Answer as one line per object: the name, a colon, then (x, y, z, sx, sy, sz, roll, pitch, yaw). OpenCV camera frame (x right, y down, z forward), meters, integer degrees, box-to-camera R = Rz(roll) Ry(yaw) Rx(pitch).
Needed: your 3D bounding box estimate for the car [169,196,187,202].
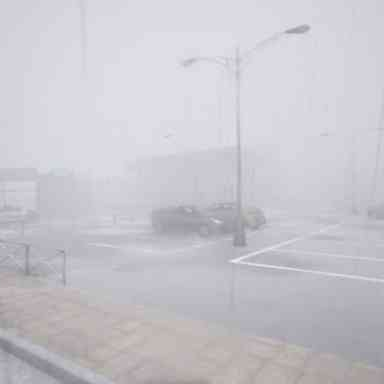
car: (-2.822, 1.894, 70.120, 2.242, 1.667, 4.611, -1, 0, 36)

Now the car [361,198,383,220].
car: (14.938, 1.338, 24.672, 3.633, 1.501, 1.845, -1, 0, 36)

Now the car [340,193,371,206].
car: (24.336, 1.161, 49.665, 3.866, 1.878, 1.905, -1, 0, 36)

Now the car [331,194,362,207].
car: (21.887, 1.451, 47.336, 3.806, 1.475, 1.970, -1, 0, 36)

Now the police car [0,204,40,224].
police car: (-14.427, 1.760, 25.356, 2.038, 1.542, 4.974, -1, 0, 36)

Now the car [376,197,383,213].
car: (20.855, 1.315, 32.725, 4.514, 1.523, 2.007, -1, 0, 36)

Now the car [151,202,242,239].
car: (-0.043, 1.434, 17.047, 4.514, 1.523, 2.007, -1, 0, 36)

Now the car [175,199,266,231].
car: (1.762, 1.425, 19.614, 5.027, 1.636, 2.152, -1, 0, 36)

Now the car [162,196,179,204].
car: (-4.846, 1.782, 76.960, 1.905, 1.878, 3.866, -1, 0, 36)
